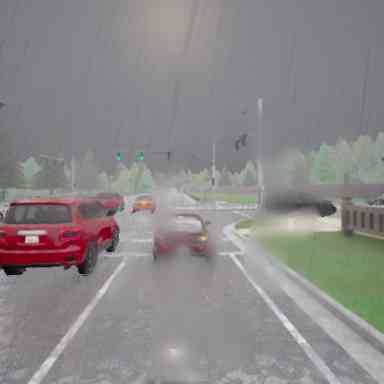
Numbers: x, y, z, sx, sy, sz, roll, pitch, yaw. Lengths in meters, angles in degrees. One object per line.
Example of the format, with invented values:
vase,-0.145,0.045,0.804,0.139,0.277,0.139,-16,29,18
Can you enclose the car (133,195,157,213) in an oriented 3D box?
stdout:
car,-4.698,1.135,33.951,2.097,1.767,4.553,0,0,-2

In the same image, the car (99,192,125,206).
car,-8.169,1.032,33.150,2.150,2.045,5.566,0,0,-2

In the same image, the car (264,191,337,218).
car,8.638,0.972,26.745,5.566,2.045,2.150,0,0,0

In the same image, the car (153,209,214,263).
car,-0.300,1.444,11.474,1.812,1.442,4.674,0,0,-2

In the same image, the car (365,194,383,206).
car,24.482,1.046,41.976,4.892,1.490,1.837,0,0,-2

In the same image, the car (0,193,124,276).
car,-3.773,1.169,10.328,2.150,2.045,5.566,0,0,-2

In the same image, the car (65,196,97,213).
car,-11.764,1.293,35.515,1.882,1.535,5.008,0,0,-2
